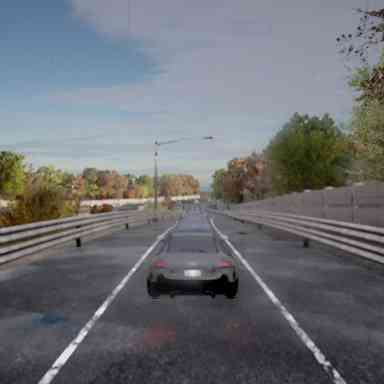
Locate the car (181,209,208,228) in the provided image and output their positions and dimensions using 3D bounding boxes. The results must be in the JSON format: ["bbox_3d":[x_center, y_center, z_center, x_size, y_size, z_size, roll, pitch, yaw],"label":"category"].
[{"bbox_3d":[0.222,2.207,28.518,2.128,1.511,4.902,0,-3,1],"label":"car"}]

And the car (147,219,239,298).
[{"bbox_3d":[0.013,1.622,8.659,1.994,1.385,4.181,0,-1,0],"label":"car"}]

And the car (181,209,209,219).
[{"bbox_3d":[0.131,1.786,16.760,2.033,1.411,5.357,0,-2,1],"label":"car"}]

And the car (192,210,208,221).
[{"bbox_3d":[1.126,3.263,46.654,2.033,1.411,5.357,0,-3,4],"label":"car"}]
